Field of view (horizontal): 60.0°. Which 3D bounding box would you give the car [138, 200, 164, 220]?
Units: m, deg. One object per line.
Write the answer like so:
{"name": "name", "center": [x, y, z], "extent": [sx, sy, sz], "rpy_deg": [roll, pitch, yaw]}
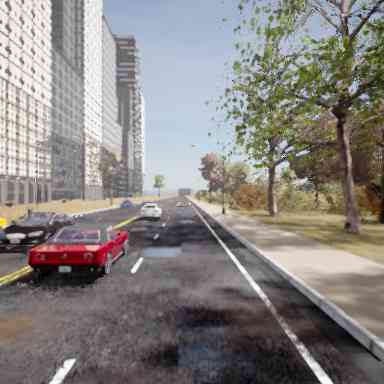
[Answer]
{"name": "car", "center": [-3.772, 1.802, 30.940], "extent": [1.812, 1.442, 4.674], "rpy_deg": [0, 0, -1]}

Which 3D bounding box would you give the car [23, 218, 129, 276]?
{"name": "car", "center": [-3.283, 1.702, 10.714], "extent": [1.895, 1.301, 4.718], "rpy_deg": [0, 0, -1]}

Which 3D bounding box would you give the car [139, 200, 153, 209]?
{"name": "car", "center": [-7.803, 2.071, 56.754], "extent": [1.994, 1.385, 4.181], "rpy_deg": [0, 0, -1]}

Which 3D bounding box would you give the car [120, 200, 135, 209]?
{"name": "car", "center": [-11.050, 2.040, 56.684], "extent": [1.812, 1.442, 4.674], "rpy_deg": [0, 0, -1]}

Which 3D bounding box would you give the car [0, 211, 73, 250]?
{"name": "car", "center": [-6.834, 1.639, 15.182], "extent": [2.128, 1.511, 4.902], "rpy_deg": [0, 0, -1]}

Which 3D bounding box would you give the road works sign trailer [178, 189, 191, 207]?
{"name": "road works sign trailer", "center": [-1.473, 1.031, 65.034], "extent": [2.380, 3.560, 2.880], "rpy_deg": [0, 0, -1]}
